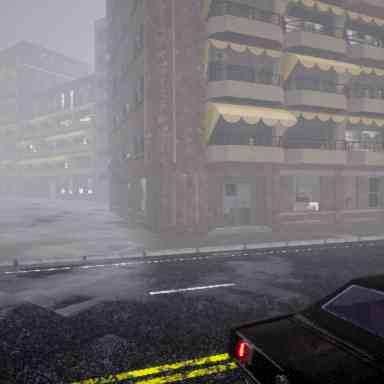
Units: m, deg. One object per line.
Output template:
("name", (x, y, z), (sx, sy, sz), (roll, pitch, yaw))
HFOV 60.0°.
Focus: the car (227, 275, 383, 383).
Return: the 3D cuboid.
("car", (2.872, 1.600, 3.507), (4.718, 1.301, 1.895), (0, 0, -21))
